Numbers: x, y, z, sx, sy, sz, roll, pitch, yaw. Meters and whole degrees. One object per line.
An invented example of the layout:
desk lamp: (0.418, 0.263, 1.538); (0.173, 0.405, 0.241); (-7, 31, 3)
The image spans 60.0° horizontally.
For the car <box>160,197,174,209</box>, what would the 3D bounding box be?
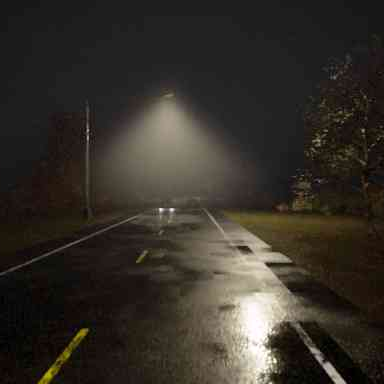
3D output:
car: (-3.571, 1.577, 48.064); (1.837, 1.490, 4.892); (0, 0, 0)

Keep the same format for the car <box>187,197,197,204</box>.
car: (0.007, 1.703, 68.213); (1.895, 1.301, 4.718); (0, 0, 0)

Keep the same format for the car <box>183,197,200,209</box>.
car: (0.099, 1.636, 47.547); (1.994, 1.385, 4.181); (0, 0, 0)
